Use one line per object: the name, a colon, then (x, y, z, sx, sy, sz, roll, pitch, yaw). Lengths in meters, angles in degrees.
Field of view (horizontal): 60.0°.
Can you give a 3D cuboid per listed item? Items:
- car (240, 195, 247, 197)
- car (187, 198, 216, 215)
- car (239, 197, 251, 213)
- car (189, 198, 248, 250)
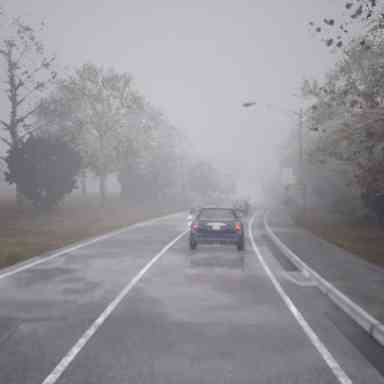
car: (11.355, 1.423, 73.246, 2.128, 1.511, 4.902, 1, 0, 10)
car: (1.083, 1.409, 33.859, 1.837, 1.490, 4.892, 1, 0, 15)
car: (5.049, 1.540, 34.471, 2.033, 1.411, 5.357, 1, 0, 15)
car: (1.153, 1.336, 14.495, 2.097, 1.767, 4.553, 1, 0, 6)
